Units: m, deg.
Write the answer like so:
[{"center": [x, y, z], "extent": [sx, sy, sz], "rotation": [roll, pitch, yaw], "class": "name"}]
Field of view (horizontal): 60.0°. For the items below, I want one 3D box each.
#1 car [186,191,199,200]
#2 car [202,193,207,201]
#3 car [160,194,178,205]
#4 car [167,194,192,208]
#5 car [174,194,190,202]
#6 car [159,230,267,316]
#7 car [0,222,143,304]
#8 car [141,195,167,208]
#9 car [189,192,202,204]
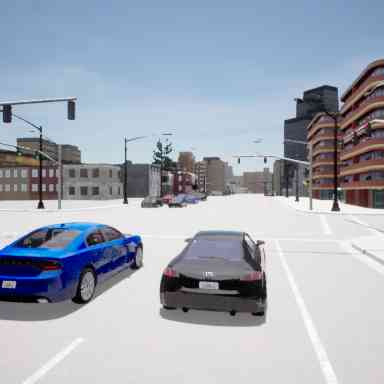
[{"center": [0.057, 0.752, 74.936], "extent": [2.097, 1.767, 4.553], "rotation": [0, 1, 11], "class": "car"}, {"center": [1.875, 1.052, 66.120], "extent": [1.837, 1.490, 4.892], "rotation": [0, 1, 12], "class": "car"}, {"center": [-3.793, 1.226, 55.481], "extent": [1.882, 1.535, 5.008], "rotation": [0, 1, 11], "class": "car"}, {"center": [-1.919, 1.409, 46.892], "extent": [2.033, 1.411, 5.357], "rotation": [0, 1, 11], "class": "car"}, {"center": [-1.886, 1.124, 65.132], "extent": [2.033, 1.411, 5.357], "rotation": [0, 1, 11], "class": "car"}, {"center": [0.690, 1.564, 7.643], "extent": [1.994, 1.385, 4.181], "rotation": [0, 0, 12], "class": "car"}, {"center": [-2.747, 1.478, 8.289], "extent": [1.882, 1.535, 5.008], "rotation": [0, 0, 11], "class": "car"}, {"center": [-5.555, 1.230, 46.515], "extent": [2.097, 1.767, 4.553], "rotation": [0, 1, 11], "class": "car"}, {"center": [-0.084, 1.249, 56.297], "extent": [1.812, 1.442, 4.674], "rotation": [0, 1, 11], "class": "car"}]
